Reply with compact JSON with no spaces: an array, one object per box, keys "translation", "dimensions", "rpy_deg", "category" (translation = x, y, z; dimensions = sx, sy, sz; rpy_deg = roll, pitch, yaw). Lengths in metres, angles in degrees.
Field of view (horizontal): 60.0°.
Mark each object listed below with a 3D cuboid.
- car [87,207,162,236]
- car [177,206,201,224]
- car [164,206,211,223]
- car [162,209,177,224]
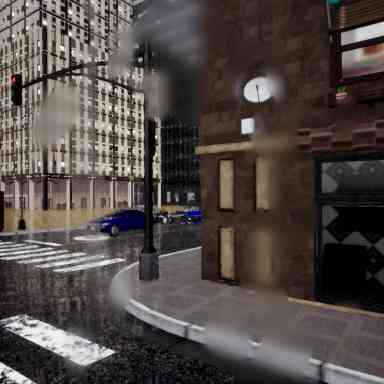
[{"translation":[-4.181,1.773,20.258],"dimensions":[1.812,1.442,4.674],"rpy_deg":[-1,-1,33],"category":"car"},{"translation":[1.240,1.863,27.974],"dimensions":[1.882,1.535,5.008],"rpy_deg":[-1,-1,35],"category":"car"},{"translation":[-0.330,1.975,30.490],"dimensions":[2.008,1.369,4.403],"rpy_deg":[-2,-2,35],"category":"car"},{"translation":[-3.533,1.894,25.934],"dimensions":[2.008,1.369,4.403],"rpy_deg":[-2,-2,35],"category":"car"}]
